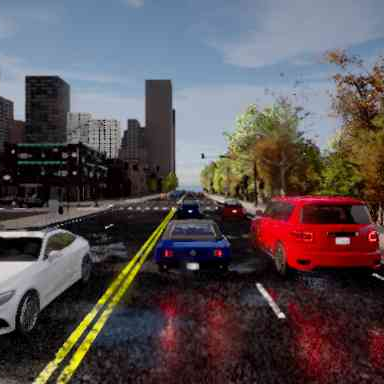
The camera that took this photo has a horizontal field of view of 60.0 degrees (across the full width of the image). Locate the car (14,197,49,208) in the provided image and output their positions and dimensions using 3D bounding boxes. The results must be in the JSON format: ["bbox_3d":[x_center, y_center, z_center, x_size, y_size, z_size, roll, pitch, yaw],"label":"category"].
[{"bbox_3d":[-20.357,1.486,43.777,4.313,1.339,1.947,-1,2,0],"label":"car"}]

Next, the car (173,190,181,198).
[{"bbox_3d":[-4.119,0.493,92.893,2.150,2.045,5.566,0,0,-1],"label":"car"}]

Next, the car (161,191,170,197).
[{"bbox_3d":[-7.370,0.625,92.924,2.097,1.767,4.553,0,0,-1],"label":"car"}]

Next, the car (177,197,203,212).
[{"bbox_3d":[-0.136,1.357,26.432,1.994,1.385,4.181,0,0,-1],"label":"car"}]

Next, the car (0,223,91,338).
[{"bbox_3d":[-3.401,1.474,6.644,1.812,1.442,4.674,0,0,-1],"label":"car"}]

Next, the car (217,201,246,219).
[{"bbox_3d":[3.114,1.356,26.386,1.994,1.385,4.181,0,0,-1],"label":"car"}]

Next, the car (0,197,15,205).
[{"bbox_3d":[-28.770,1.422,52.210,4.403,1.369,2.008,-1,2,0],"label":"car"}]

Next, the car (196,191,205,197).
[{"bbox_3d":[2.383,0.577,92.727,2.097,1.767,4.553,0,0,-1],"label":"car"}]

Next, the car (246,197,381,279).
[{"bbox_3d":[3.266,1.141,9.932,2.150,2.045,5.566,0,0,0],"label":"car"}]

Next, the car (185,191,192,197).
[{"bbox_3d":[-0.864,0.749,92.312,2.033,1.411,5.357,0,0,-1],"label":"car"}]

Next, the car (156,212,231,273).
[{"bbox_3d":[0.013,1.519,10.384,1.895,1.301,4.718,0,0,0],"label":"car"}]
